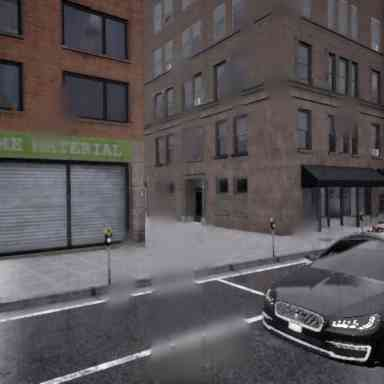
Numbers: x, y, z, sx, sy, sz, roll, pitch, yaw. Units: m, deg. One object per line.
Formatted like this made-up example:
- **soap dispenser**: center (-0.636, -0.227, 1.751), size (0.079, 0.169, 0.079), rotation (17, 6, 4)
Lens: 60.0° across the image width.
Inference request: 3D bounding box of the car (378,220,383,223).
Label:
- **car**: center (8.157, 1.439, 12.428), size (4.097, 1.590, 1.967), rotation (0, -1, -35)

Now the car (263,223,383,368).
- **car**: center (3.320, 1.504, 5.723), size (4.892, 1.490, 1.837), rotation (0, 0, -35)
